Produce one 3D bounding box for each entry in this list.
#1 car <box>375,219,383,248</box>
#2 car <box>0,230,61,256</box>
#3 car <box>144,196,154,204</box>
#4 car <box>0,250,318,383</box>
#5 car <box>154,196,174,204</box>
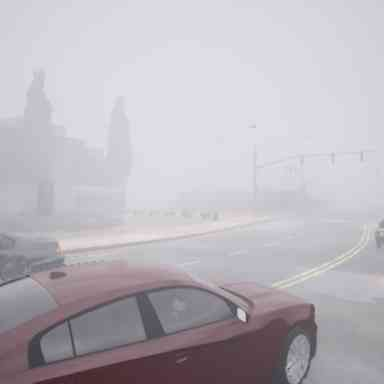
[{"bbox_3d":[9.720,1.825,15.431,1.895,1.301,4.718,0,-1,33],"label":"car"},{"bbox_3d":[-6.058,1.612,8.286,5.357,1.411,2.033,1,-1,-38],"label":"car"},{"bbox_3d":[-9.280,2.042,82.301,1.905,1.878,3.866,0,-1,30],"label":"car"},{"bbox_3d":[-0.604,1.516,3.591,5.008,1.535,1.882,1,-1,-38],"label":"car"},{"bbox_3d":[-6.790,2.277,80.823,1.970,1.475,3.806,0,-1,30],"label":"car"}]
